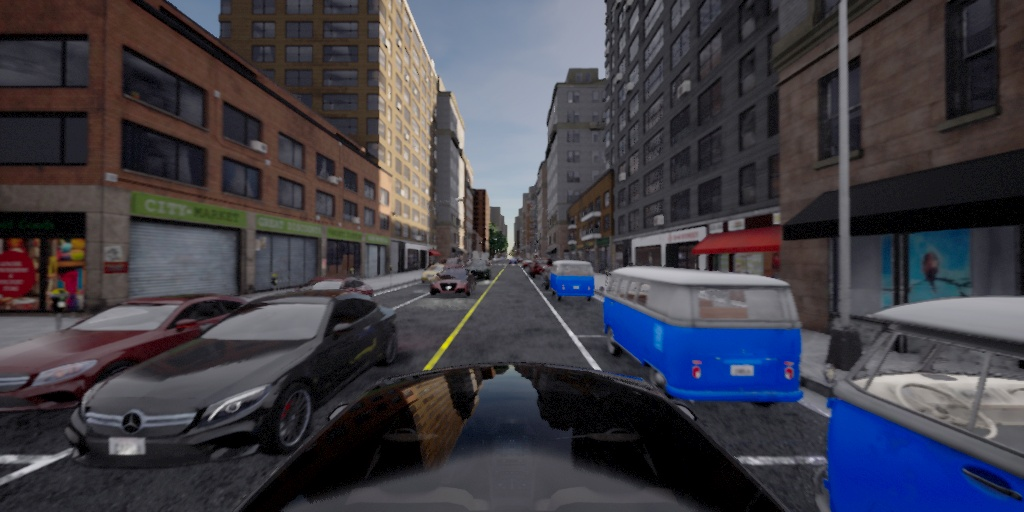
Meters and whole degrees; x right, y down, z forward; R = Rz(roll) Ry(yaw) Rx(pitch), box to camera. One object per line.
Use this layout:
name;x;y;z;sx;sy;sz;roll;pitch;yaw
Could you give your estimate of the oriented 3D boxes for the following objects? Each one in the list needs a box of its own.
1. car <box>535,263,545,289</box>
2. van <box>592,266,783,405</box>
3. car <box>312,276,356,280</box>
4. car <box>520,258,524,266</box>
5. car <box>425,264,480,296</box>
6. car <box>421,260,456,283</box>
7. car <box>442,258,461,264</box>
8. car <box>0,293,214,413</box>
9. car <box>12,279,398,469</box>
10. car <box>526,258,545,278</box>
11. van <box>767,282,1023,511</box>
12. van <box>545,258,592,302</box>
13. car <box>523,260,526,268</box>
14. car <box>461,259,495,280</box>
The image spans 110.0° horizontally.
car;2.731;1.318;22.507;2.007;1.370;4.403;0;0;0
van;2.683;1.098;6.032;1.690;1.789;3.998;0;0;0
car;-5.833;1.325;11.526;1.802;1.307;4.207;0;0;0
car;2.843;1.361;60.945;1.888;1.381;4.507;0;0;0
car;-3.032;1.317;19.158;1.994;1.385;4.181;0;0;0
car;-5.784;1.280;27.836;1.751;1.417;4.829;0;0;0
car;-5.767;1.074;33.498;2.192;1.841;5.009;0;0;0
car;-5.850;1.322;6.034;1.802;1.307;4.207;0;0;0
car;-3.095;1.272;5.231;1.812;1.442;4.674;0;0;1
car;2.763;1.091;33.489;2.192;1.841;5.009;0;0;0
van;2.667;1.096;0.540;1.690;1.789;3.998;0;0;0
van;2.715;1.104;17.015;1.690;1.789;3.998;0;0;0
car;2.795;1.340;44.472;2.007;1.370;4.403;0;0;0
car;-2.914;1.115;31.534;2.097;1.767;4.553;0;0;0
